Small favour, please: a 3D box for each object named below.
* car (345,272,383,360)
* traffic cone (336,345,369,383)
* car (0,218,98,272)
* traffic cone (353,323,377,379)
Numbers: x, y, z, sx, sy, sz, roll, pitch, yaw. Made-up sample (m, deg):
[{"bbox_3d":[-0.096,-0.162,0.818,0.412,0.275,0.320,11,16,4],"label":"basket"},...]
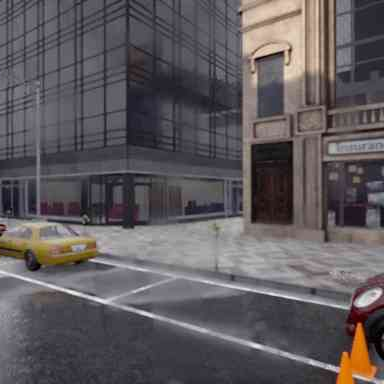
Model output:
[{"bbox_3d":[4.145,1.445,4.121,4.097,1.590,1.967,0,0,36],"label":"car"},{"bbox_3d":[1.588,1.960,3.446,0.340,0.580,0.340,0,0,36],"label":"traffic cone"},{"bbox_3d":[-5.088,1.542,10.766,4.829,1.417,1.752,0,0,36],"label":"car"},{"bbox_3d":[2.124,1.961,4.221,0.340,0.580,0.340,0,0,37],"label":"traffic cone"}]
